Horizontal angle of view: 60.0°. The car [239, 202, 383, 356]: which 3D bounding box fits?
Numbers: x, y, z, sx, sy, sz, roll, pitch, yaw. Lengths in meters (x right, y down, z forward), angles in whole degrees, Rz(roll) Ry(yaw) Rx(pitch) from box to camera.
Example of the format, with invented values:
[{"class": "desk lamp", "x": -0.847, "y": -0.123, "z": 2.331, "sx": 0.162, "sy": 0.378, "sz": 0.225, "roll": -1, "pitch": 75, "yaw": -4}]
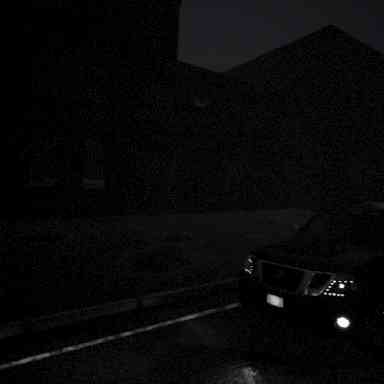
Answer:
[{"class": "car", "x": 3.460, "y": 1.239, "z": 6.467, "sx": 5.566, "sy": 2.045, "sz": 2.150, "roll": 0, "pitch": 0, "yaw": -36}]
